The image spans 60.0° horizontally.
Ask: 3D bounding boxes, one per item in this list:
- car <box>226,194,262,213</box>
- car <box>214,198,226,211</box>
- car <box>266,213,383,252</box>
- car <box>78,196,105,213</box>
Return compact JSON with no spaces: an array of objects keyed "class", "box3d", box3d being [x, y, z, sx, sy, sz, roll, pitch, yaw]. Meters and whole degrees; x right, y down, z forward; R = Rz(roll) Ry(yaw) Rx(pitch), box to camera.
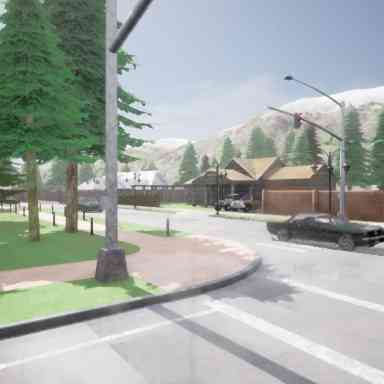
[{"class":"car","box3d":[6.180,1.158,34.765,4.605,1.855,1.932,0,0,-37]},{"class":"car","box3d":[4.359,1.160,36.541,3.866,1.878,1.905,0,0,-37]},{"class":"car","box3d":[5.566,1.591,14.231,1.895,1.301,4.718,0,0,-38]},{"class":"car","box3d":[-11.362,1.337,36.700,2.097,1.767,4.553,0,0,-37]}]
